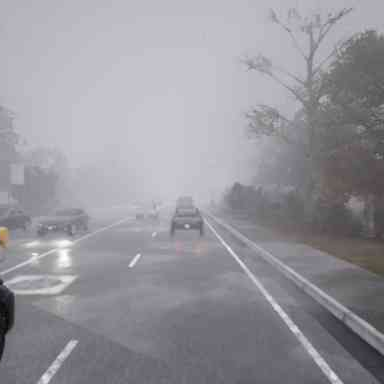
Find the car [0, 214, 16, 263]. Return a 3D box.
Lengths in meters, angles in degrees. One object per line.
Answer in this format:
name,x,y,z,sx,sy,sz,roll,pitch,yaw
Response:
car,-7.164,1.539,9.330,1.882,1.535,5.008,0,0,-1

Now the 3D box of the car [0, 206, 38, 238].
car,-10.889,1.628,18.923,2.128,1.511,4.902,0,0,-2

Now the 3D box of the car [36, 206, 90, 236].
car,-7.406,1.641,19.610,1.837,1.490,4.892,0,0,-2

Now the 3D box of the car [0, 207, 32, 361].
car,-3.452,1.238,2.127,2.150,2.045,5.566,0,0,0

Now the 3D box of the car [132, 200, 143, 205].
car,-10.813,2.237,67.810,1.994,1.385,4.181,0,-1,5

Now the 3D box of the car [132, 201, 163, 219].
car,-4.132,1.846,31.498,1.895,1.301,4.718,0,-1,-2

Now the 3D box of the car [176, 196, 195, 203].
car,-0.878,1.583,41.899,2.150,2.045,5.566,0,-1,-1

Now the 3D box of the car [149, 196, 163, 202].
car,-7.338,1.900,67.382,2.150,2.045,5.566,0,-1,5

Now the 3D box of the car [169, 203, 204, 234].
car,-0.321,1.620,20.082,2.128,1.511,4.902,0,0,-1
